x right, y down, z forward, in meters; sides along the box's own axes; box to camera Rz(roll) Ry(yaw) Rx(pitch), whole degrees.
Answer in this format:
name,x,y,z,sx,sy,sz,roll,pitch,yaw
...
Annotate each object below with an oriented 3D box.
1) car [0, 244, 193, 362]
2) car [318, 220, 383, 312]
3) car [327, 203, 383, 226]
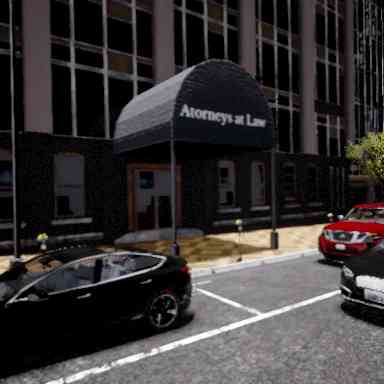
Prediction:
name,x,y,z,sx,sy,sz,roll,pitch,yaw
car,-1.967,1.595,5.331,4.313,1.339,1.947,0,-1,-36
car,5.072,1.476,7.024,4.902,1.511,2.128,0,0,-36
car,6.446,1.302,11.344,5.009,1.841,2.192,0,-1,-36
